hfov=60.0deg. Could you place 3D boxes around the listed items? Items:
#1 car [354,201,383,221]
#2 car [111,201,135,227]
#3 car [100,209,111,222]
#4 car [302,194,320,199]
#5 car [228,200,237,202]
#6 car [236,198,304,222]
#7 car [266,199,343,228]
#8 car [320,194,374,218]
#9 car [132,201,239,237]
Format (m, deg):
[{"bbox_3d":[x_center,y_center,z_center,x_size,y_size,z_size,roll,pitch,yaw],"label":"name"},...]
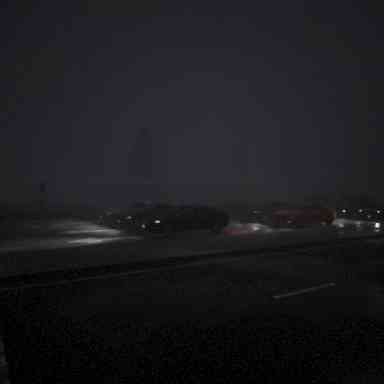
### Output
[{"bbox_3d":[16.083,1.667,27.915,4.718,1.301,1.895,1,0,-33],"label":"car"},{"bbox_3d":[-2.211,1.413,20.340,4.674,1.442,1.812,1,0,-33],"label":"car"},{"bbox_3d":[-4.053,1.379,23.310,4.674,1.442,1.812,1,0,-33],"label":"car"},{"bbox_3d":[12.372,1.221,33.846,5.566,2.045,2.150,1,0,-33],"label":"car"},{"bbox_3d":[3.616,1.413,28.236,4.902,1.511,2.128,1,0,-33],"label":"car"},{"bbox_3d":[6.181,1.439,25.723,5.008,1.535,1.882,1,0,-32],"label":"car"},{"bbox_3d":[7.663,1.469,22.518,5.008,1.535,1.882,1,0,-33],"label":"car"},{"bbox_3d":[15.036,1.262,31.391,5.566,2.045,2.150,1,0,-32],"label":"car"},{"bbox_3d":[-0.275,1.412,17.425,4.902,1.511,2.128,0,0,-33],"label":"car"}]
